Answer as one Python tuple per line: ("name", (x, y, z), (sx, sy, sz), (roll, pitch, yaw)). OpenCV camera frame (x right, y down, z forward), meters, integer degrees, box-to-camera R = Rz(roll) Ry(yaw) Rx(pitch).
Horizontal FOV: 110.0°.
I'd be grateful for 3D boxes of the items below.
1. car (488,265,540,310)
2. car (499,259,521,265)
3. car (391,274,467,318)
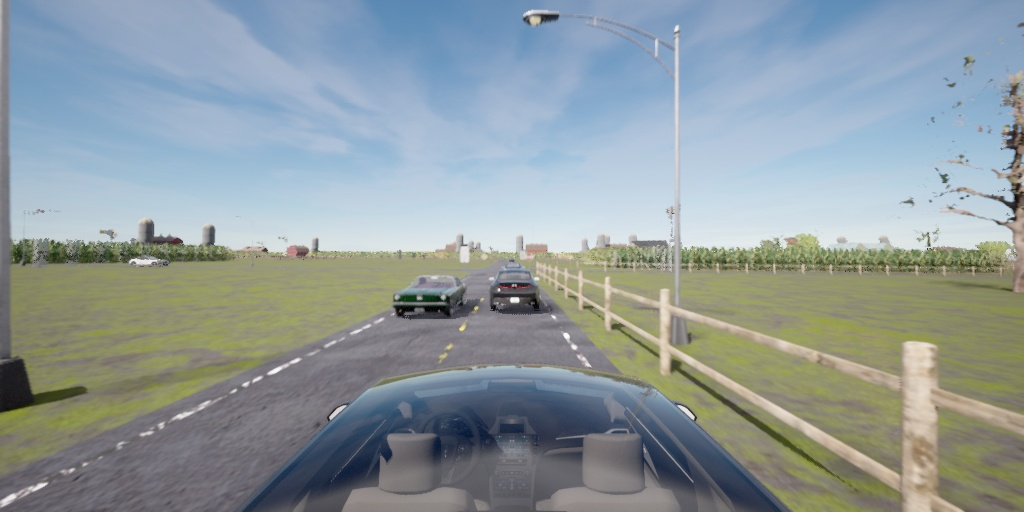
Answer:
("car", (0.095, 1.275, 14.705), (1.837, 1.490, 4.892), (0, 0, 0))
("car", (0.085, 1.281, 30.201), (2.128, 1.511, 4.902), (0, 0, 0))
("car", (-2.855, 1.369, 13.299), (1.895, 1.301, 4.718), (0, 0, 0))
